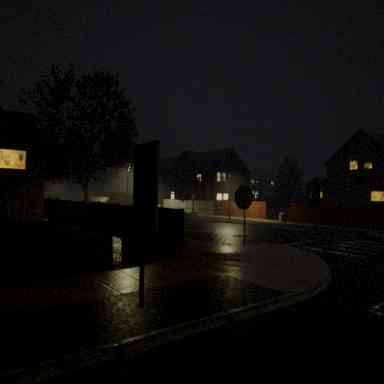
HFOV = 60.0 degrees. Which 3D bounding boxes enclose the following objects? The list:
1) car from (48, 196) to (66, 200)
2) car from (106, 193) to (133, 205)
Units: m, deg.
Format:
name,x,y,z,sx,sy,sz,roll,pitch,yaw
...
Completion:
name,x,y,z,sx,sy,sz,roll,pitch,yaw
car,-18.252,1.313,44.597,1.837,1.490,4.892,2,-1,-36
car,-5.076,1.107,26.925,2.150,2.045,5.566,2,-1,-37
